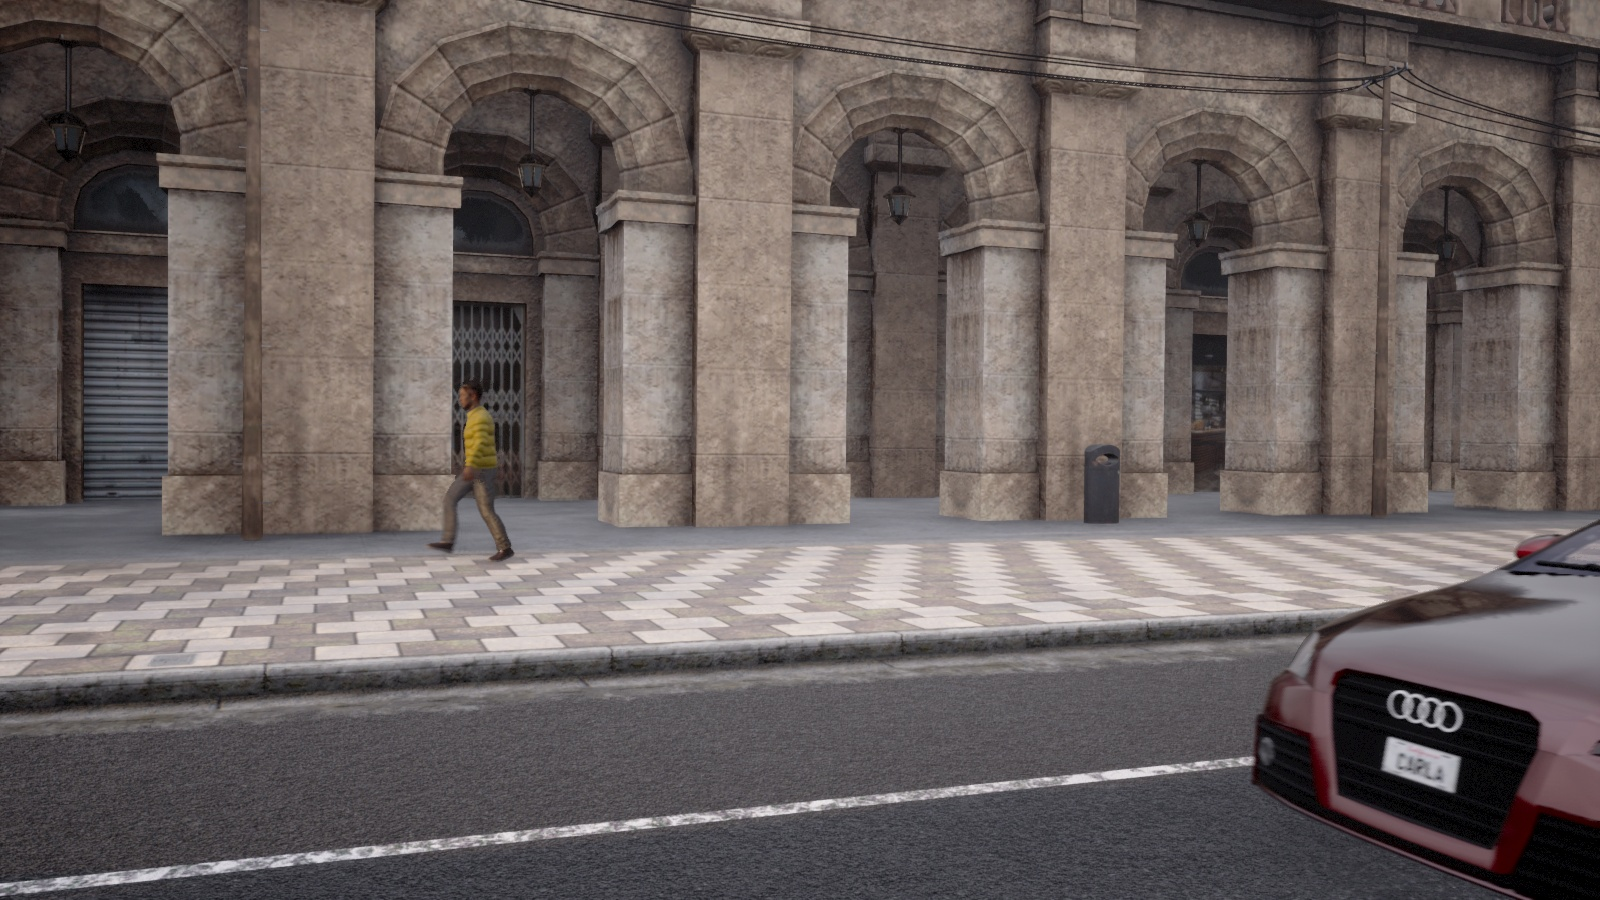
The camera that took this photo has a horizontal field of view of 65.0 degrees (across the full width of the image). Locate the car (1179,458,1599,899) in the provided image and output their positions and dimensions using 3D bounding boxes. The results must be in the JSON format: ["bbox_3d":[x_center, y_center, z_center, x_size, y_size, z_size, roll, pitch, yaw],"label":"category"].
[{"bbox_3d":[3.780,0.745,4.671,4.181,1.385,1.994,-1,1,-21],"label":"car"}]

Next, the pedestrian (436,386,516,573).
[{"bbox_3d":[-3.283,0.283,12.722,0.709,1.840,0.431,-1,1,-21],"label":"pedestrian"}]
